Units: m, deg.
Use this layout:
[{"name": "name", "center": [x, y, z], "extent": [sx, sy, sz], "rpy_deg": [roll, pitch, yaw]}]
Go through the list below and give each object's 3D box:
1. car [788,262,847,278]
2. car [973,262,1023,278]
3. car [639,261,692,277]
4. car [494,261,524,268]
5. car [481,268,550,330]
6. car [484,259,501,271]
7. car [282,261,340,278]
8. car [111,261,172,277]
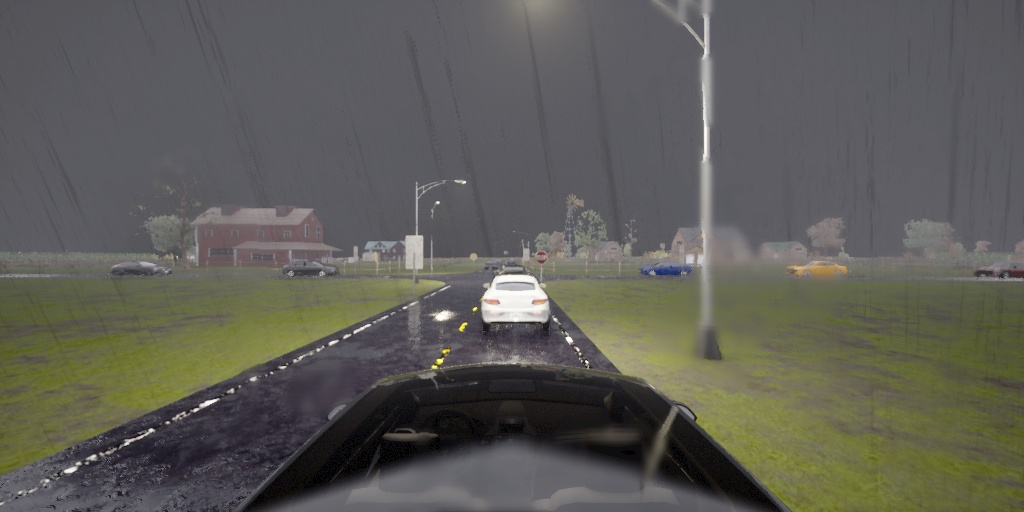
[{"name": "car", "center": [30.512, 1.360, 35.917], "extent": [5.008, 1.535, 1.882], "rpy_deg": [0, 0, 0]}, {"name": "car", "center": [49.161, 1.377, 35.699], "extent": [4.553, 1.767, 2.097], "rpy_deg": [0, 0, 0]}, {"name": "car", "center": [15.363, 1.299, 36.023], "extent": [5.008, 1.535, 1.882], "rpy_deg": [0, 0, 0]}, {"name": "car", "center": [0.078, 1.269, 22.400], "extent": [1.837, 1.490, 4.892], "rpy_deg": [0, 0, 0]}, {"name": "car", "center": [0.091, 1.282, 11.037], "extent": [1.812, 1.442, 4.674], "rpy_deg": [0, 0, 0]}, {"name": "car", "center": [-2.894, 1.320, 51.083], "extent": [2.033, 1.411, 5.357], "rpy_deg": [0, 0, 0]}, {"name": "car", "center": [-18.592, 1.221, 33.292], "extent": [4.892, 1.490, 1.837], "rpy_deg": [0, 0, 0]}, {"name": "car", "center": [-34.508, 1.200, 33.405], "extent": [4.674, 1.442, 1.812], "rpy_deg": [0, 0, 0]}]
